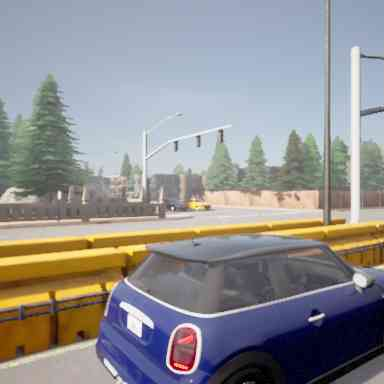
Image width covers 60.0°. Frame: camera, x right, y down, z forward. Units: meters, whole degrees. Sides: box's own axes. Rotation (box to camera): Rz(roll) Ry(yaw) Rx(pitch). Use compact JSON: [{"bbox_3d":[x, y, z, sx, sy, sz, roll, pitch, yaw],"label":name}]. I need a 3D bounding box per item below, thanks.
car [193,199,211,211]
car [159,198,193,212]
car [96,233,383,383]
[{"bbox_3d":[0.449,1.574,42.245,1.882,1.535,5.008,0,0,-36],"label":"car"},{"bbox_3d":[-2.329,1.587,40.114,1.837,1.490,4.892,0,0,-36],"label":"car"},{"bbox_3d":[1.155,1.365,4.565,4.553,1.767,2.097,0,0,-35],"label":"car"}]
